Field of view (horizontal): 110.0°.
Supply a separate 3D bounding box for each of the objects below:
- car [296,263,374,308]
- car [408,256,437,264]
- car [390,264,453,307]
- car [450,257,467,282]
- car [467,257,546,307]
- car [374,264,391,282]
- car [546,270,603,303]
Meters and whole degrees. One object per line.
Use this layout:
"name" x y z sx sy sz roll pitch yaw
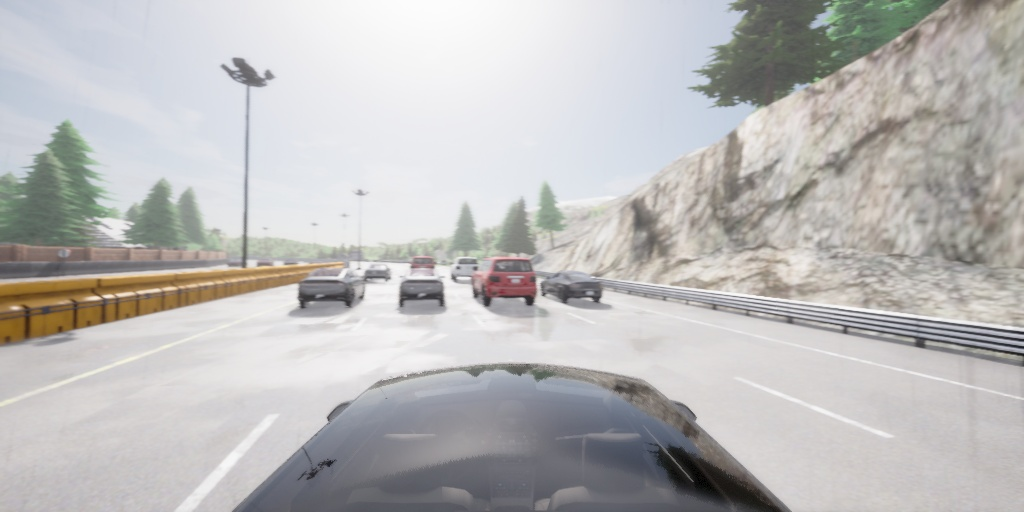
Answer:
"car" -7.366 1.227 15.024 2.128 1.511 4.902 1 0 -14
"car" -7.506 1.056 30.142 2.150 2.045 5.566 1 0 -14
"car" -3.970 1.284 15.871 2.128 1.511 4.902 1 0 -14
"car" -4.113 1.113 30.994 2.150 2.045 5.566 1 0 -14
"car" -0.504 1.064 16.438 2.150 2.045 5.566 1 0 -14
"car" -10.906 1.330 29.287 2.033 1.411 5.357 1 0 -14
"car" 2.803 1.431 17.638 1.812 1.442 4.674 1 0 -14
